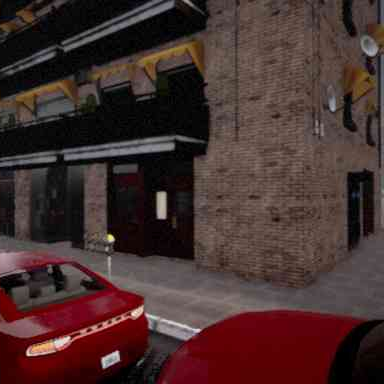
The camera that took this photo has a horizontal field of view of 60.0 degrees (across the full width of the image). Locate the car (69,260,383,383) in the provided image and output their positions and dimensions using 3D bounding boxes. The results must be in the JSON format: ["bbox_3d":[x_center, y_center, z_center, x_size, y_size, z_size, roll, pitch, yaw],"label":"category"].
[{"bbox_3d":[1.990,1.323,1.314,5.009,1.841,2.192,1,0,36],"label":"car"}]

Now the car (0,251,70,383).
[{"bbox_3d":[-2.621,1.509,4.601,4.507,1.381,1.887,1,0,36],"label":"car"}]
